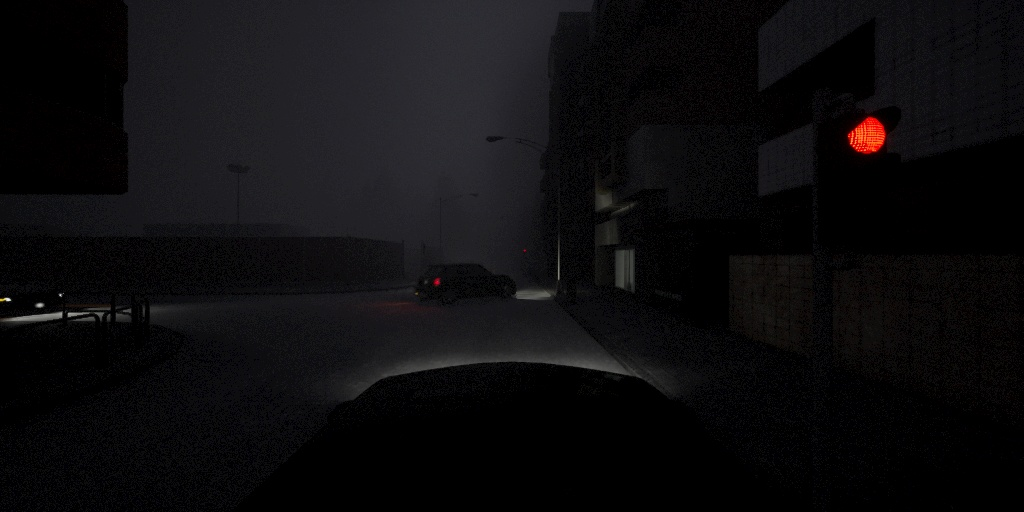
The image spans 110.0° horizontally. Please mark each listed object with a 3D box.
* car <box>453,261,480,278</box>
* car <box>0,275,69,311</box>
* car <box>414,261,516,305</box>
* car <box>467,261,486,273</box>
[{"bbox_3d":[-4.409,1.240,35.652,2.128,1.511,4.902,0,0,0],"label":"car"},{"bbox_3d":[-18.773,1.297,12.226,5.357,1.411,2.033,0,0,0],"label":"car"},{"bbox_3d":[-1.976,1.102,16.225,4.553,1.767,2.097,0,0,-41],"label":"car"},{"bbox_3d":[-4.476,1.349,45.766,1.895,1.301,4.718,0,0,0],"label":"car"}]
